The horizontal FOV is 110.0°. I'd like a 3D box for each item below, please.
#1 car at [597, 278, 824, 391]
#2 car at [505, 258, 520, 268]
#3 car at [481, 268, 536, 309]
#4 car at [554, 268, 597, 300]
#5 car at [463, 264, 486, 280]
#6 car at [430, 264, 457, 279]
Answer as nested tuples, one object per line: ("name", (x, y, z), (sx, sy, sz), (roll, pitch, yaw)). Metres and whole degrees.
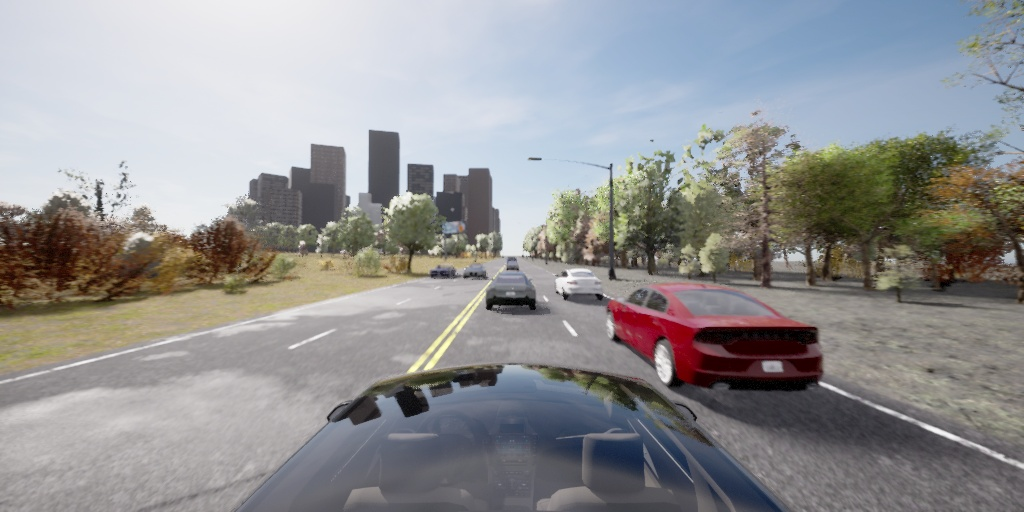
("car", (3.250, 1.242, 6.949), (1.882, 1.535, 5.008), (0, 0, 0))
("car", (0.085, 1.437, 49.903), (2.033, 1.411, 5.357), (0, 0, 0))
("car", (-0.036, 1.367, 15.262), (1.994, 1.385, 4.181), (0, 0, 0))
("car", (3.249, 1.333, 17.952), (1.812, 1.442, 4.674), (0, 0, 0))
("car", (-3.326, 1.419, 33.038), (1.994, 1.385, 4.181), (0, 0, 0))
("car", (-6.570, 1.460, 34.618), (1.895, 1.301, 4.718), (0, 0, 0))
